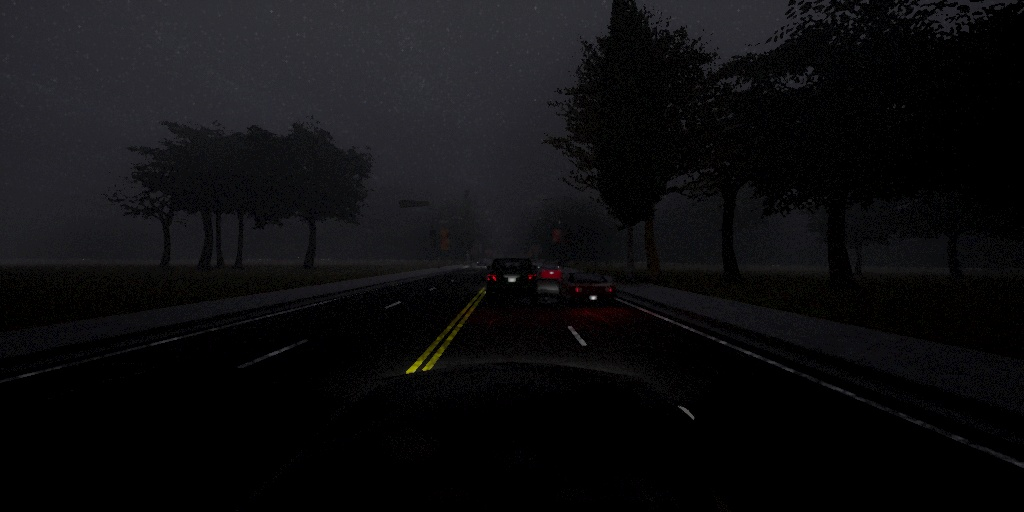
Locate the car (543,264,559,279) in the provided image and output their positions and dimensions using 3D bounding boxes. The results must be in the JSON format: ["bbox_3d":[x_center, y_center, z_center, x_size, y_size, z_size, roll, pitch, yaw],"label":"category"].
[{"bbox_3d":[3.250,1.366,31.502,1.994,1.385,4.181,0,0,0],"label":"car"}]

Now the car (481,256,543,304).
[{"bbox_3d":[0.000,1.020,16.531,2.150,2.045,5.566,0,0,0],"label":"car"}]

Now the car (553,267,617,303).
[{"bbox_3d":[3.250,1.378,16.530,1.895,1.301,4.718,0,0,0],"label":"car"}]
